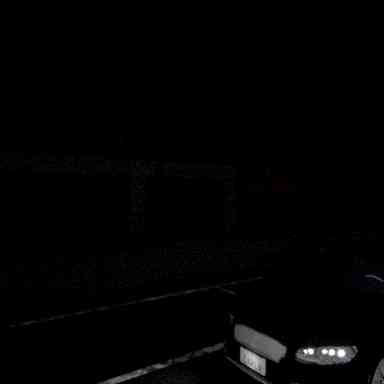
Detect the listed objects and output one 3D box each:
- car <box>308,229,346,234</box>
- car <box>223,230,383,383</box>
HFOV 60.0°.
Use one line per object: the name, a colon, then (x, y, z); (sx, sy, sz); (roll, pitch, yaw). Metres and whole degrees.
car: (3.652, 1.650, 8.661); (4.206, 1.307, 1.802); (1, 0, -35)
car: (2.656, 1.534, 4.893); (4.902, 1.511, 2.128); (1, 0, -35)
